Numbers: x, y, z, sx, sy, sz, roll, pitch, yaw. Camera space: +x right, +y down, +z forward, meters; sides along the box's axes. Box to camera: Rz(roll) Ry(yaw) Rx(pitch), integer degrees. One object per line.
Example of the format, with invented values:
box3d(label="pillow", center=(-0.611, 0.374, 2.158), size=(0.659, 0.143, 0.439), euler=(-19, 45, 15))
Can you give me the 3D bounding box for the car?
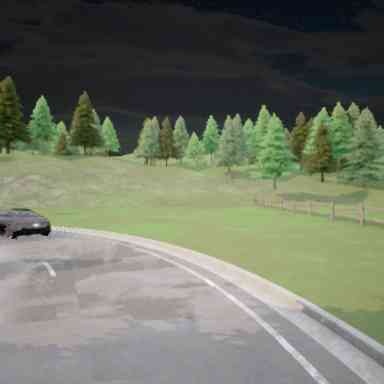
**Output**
box3d(label="car", center=(-9.084, 1.533, 16.884), size=(4.181, 1.385, 1.994), euler=(0, 0, 34))
